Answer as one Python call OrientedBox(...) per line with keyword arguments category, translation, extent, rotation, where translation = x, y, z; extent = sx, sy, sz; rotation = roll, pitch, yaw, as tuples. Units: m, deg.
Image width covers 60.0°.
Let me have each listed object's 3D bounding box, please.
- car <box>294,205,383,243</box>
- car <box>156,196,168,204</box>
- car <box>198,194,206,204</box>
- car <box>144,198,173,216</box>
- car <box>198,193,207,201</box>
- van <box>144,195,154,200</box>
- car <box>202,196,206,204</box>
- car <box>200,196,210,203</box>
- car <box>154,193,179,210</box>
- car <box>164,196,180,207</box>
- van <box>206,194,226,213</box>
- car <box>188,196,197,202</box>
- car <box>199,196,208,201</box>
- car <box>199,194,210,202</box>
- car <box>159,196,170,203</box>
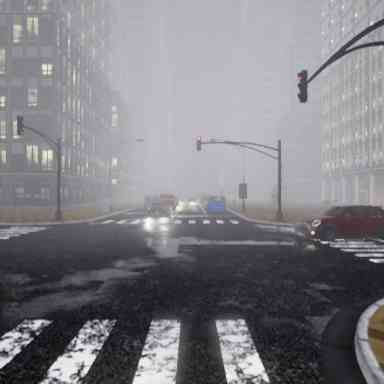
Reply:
OrientedBox(category="car", translation=(7.373, 1.421, 16.198), extent=(4.553, 1.767, 2.097), rotation=(0, 0, -9))
OrientedBox(category="car", translation=(-5.692, 1.558, 63.639), extent=(1.947, 1.339, 4.313), rotation=(0, 0, 0))
OrientedBox(category="car", translation=(2.689, 1.307, 63.606), extent=(2.192, 1.841, 5.009), rotation=(0, 0, 0))
OrientedBox(category="car", translation=(-3.226, 1.597, 32.880), extent=(1.895, 1.301, 4.718), rotation=(0, 0, 0))
OrientedBox(category="car", translation=(2.778, 1.301, 85.764), extent=(2.192, 1.841, 5.009), rotation=(0, 0, 0))
OrientedBox(category="van", translation=(-5.757, 1.336, 47.022), extent=(1.690, 1.788, 3.998), rotation=(0, 0, 0))
OrientedBox(category="car", translation=(2.623, 1.540, 41.452), extent=(1.887, 1.381, 4.507), rotation=(0, 0, 0))
OrientedBox(category="car", translation=(2.710, 1.536, 69.145), extent=(1.887, 1.381, 4.507), rotation=(0, 0, 0))
OrientedBox(category="car", translation=(-3.179, 1.217, 42.925), extent=(2.150, 2.045, 5.566), rotation=(0, 0, 1))
OrientedBox(category="car", translation=(-3.138, 1.486, 53.229), extent=(2.128, 1.511, 4.902), rotation=(0, 0, 0))
OrientedBox(category="van", translation=(2.692, 1.337, 35.914), extent=(1.690, 1.788, 3.998), rotation=(0, 0, 0))
OrientedBox(category="car", translation=(0.051, 1.587, 72.708), extent=(1.895, 1.301, 4.718), rotation=(0, 0, 0))
OrientedBox(category="car", translation=(2.755, 1.554, 80.225), extent=(1.947, 1.339, 4.313), rotation=(0, 0, 0))
OrientedBox(category="car", translation=(2.733, 1.305, 74.685), extent=(2.192, 1.841, 5.009), rotation=(0, 0, 0))
OrientedBox(category="car", translation=(-5.670, 1.542, 69.178), extent=(2.008, 1.369, 4.403), rotation=(0, 0, 0))
